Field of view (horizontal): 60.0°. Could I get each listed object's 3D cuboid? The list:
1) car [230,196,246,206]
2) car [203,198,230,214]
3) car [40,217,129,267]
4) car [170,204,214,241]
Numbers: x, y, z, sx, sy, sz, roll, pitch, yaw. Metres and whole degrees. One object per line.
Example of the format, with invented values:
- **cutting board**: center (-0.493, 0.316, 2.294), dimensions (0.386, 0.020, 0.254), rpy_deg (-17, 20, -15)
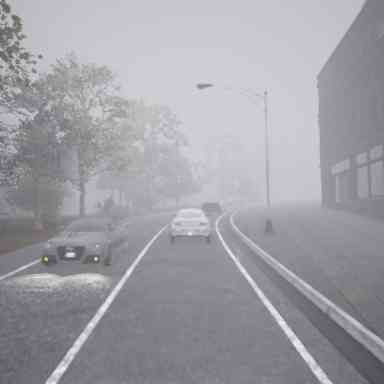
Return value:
- **car**: center (7.009, 1.440, 53.183), dimensions (1.837, 1.490, 4.892), rpy_deg (-4, -1, 33)
- **car**: center (2.373, 1.404, 34.478), dimensions (1.882, 1.535, 5.008), rpy_deg (-2, 0, 14)
- **car**: center (-3.430, 1.581, 11.384), dimensions (1.994, 1.385, 4.181), rpy_deg (0, 0, 0)
- **car**: center (-0.044, 1.532, 16.535), dimensions (1.812, 1.442, 4.674), rpy_deg (0, 0, 1)
